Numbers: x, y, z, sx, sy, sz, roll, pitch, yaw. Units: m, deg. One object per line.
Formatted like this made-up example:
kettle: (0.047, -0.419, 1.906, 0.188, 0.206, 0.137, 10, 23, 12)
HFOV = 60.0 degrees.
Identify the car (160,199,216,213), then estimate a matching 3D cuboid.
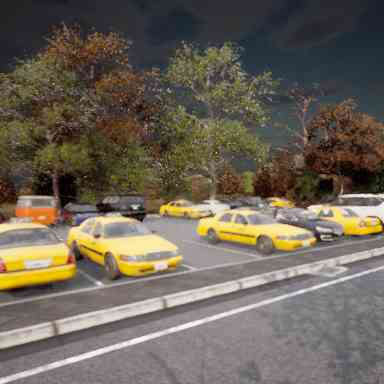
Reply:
car: (-0.666, 1.391, 27.394, 1.946, 1.575, 5.366, 0, 0, -35)

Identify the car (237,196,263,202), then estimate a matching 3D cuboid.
car: (3.767, 1.398, 30.722, 2.163, 1.488, 4.792, 0, 0, -35)

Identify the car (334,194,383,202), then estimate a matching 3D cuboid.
car: (9.017, 1.134, 18.484, 2.435, 2.045, 5.566, 0, 0, -35)

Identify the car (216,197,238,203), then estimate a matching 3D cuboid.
car: (1.490, 1.421, 29.143, 2.002, 1.452, 4.674, 0, 0, -35)

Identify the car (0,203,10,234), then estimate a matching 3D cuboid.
car: (-12.196, 1.497, 19.497, 2.163, 1.488, 4.792, 0, 0, -35)

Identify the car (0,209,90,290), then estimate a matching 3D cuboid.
car: (-4.668, 1.468, 8.992, 1.946, 1.575, 5.366, 0, 0, -35)

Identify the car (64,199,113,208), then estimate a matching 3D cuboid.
car: (-7.539, 1.462, 22.723, 2.163, 1.488, 4.792, 0, 0, -35)

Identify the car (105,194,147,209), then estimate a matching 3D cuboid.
car: (-5.312, 1.169, 24.368, 2.435, 2.045, 5.566, 0, 0, -35)

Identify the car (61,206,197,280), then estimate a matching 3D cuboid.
car: (-2.288, 1.450, 10.222, 1.946, 1.575, 5.366, 0, 0, -35)

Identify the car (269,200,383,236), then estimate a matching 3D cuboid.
car: (6.661, 1.395, 17.009, 1.946, 1.575, 5.366, 0, 0, -35)

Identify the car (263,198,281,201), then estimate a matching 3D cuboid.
car: (5.891, 1.231, 32.299, 2.185, 1.767, 4.553, 0, 0, -35)

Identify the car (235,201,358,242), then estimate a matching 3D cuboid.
car: (4.498, 1.412, 15.259, 2.231, 1.521, 4.892, 0, 0, -35)

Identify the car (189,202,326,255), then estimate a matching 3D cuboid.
car: (2.343, 1.421, 13.499, 1.946, 1.575, 5.366, 0, 0, -35)

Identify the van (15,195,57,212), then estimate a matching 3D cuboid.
van: (-9.986, 1.223, 21.168, 1.878, 1.987, 4.442, 0, 0, -35)
